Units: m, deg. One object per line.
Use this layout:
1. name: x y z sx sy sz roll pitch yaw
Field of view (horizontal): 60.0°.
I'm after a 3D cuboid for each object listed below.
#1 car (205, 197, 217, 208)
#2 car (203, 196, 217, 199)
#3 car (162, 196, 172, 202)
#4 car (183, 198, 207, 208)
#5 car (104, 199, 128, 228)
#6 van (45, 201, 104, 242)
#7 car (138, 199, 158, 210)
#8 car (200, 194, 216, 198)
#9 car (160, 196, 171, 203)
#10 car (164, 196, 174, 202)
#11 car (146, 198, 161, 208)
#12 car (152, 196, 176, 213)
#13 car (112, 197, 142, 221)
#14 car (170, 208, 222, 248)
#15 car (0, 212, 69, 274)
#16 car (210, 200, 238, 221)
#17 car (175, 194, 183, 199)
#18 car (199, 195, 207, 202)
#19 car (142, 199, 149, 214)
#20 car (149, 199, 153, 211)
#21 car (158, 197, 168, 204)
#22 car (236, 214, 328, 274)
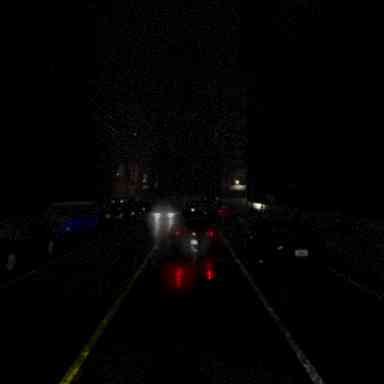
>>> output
1. car: 2.753 1.621 38.635 1.802 1.307 4.206 0 0 0
2. car: 2.752 1.629 44.272 1.802 1.307 4.206 0 0 0
3. car: -5.779 1.672 78.084 1.947 1.339 4.313 0 0 0
4. car: 0.089 1.596 32.046 1.994 1.385 4.181 0 0 0
5. car: -5.770 1.461 21.718 1.967 1.590 4.097 0 0 0
6. van: -5.769 1.356 16.082 1.690 1.788 3.998 0 0 0
7. car: -5.773 1.597 44.265 2.008 1.369 4.403 0 0 0
8. car: 2.991 1.289 55.792 2.150 2.045 5.566 0 0 0
9. car: -5.778 1.660 72.448 1.947 1.339 4.313 0 0 0
10. car: -5.780 1.669 83.721 2.008 1.369 4.403 0 0 0
11. car: -5.774 1.636 49.902 1.802 1.307 4.206 0 0 0
12. car: -3.102 1.564 37.966 1.812 1.442 4.674 0 0 0
13. car: -5.771 1.342 27.355 2.192 1.841 5.009 0 0 0
14. car: 0.090 1.614 14.836 1.895 1.301 4.718 0 0 0
15. car: -5.767 1.560 10.445 2.008 1.369 4.403 0 0 0
16. car: 2.755 1.609 27.362 1.802 1.307 4.206 0 0 0
17. car: -3.013 1.223 79.147 1.837 1.490 4.892 0 0 0
18. car: 2.745 1.559 83.724 1.967 1.590 4.097 0 0 0
19. car: -5.771 1.599 32.992 1.947 1.339 4.313 0 0 0
20. car: -5.772 1.605 38.628 1.947 1.339 4.313 0 0 0
21. car: -5.776 1.665 66.811 1.802 1.307 4.206 0 0 0
22. car: 2.758 1.575 10.453 1.947 1.339 4.313 0 0 0
